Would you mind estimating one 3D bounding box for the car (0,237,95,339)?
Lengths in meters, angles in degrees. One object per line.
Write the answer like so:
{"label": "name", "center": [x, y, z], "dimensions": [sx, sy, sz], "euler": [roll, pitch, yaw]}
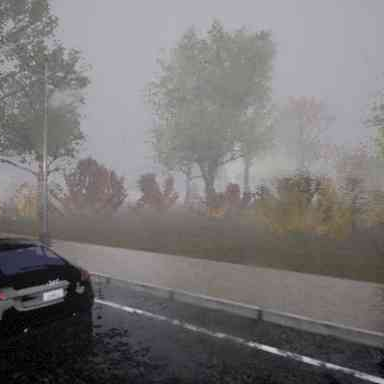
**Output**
{"label": "car", "center": [-3.812, 1.590, 6.395], "dimensions": [4.181, 1.385, 1.994], "euler": [0, 0, 35]}
